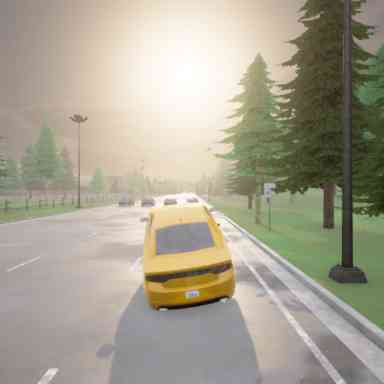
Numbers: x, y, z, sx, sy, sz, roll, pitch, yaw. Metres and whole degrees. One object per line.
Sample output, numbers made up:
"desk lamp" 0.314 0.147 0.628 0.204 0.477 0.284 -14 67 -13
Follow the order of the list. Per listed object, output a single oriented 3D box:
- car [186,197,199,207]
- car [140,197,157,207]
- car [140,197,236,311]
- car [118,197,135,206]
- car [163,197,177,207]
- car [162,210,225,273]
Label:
"car" 0.025 1.561 53.417 1.994 1.385 4.181 0 0 0
"car" -6.975 1.545 53.420 2.033 1.411 5.357 0 0 0
"car" -0.248 1.093 8.424 1.882 1.535 5.008 -8 15 -4
"car" -10.475 1.545 53.421 2.033 1.411 5.357 0 0 0
"car" -3.475 1.561 53.418 1.994 1.385 4.181 0 0 0
"car" 0.046 1.558 11.974 1.812 1.442 4.674 0 2 0
